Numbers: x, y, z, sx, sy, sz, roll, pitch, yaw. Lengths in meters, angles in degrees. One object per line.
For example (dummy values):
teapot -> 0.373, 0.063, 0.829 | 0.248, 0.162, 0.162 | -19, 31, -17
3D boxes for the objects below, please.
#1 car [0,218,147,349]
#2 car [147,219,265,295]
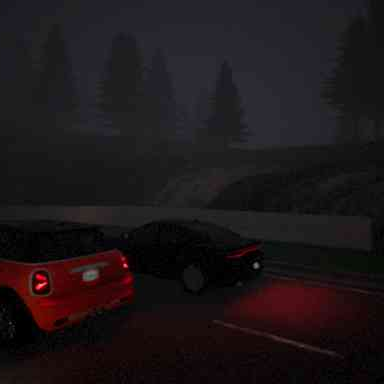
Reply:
car -> -3.313, 1.311, 6.451 | 4.553, 1.767, 2.097 | 1, 0, 36
car -> -0.586, 1.448, 8.775 | 5.008, 1.535, 1.882 | 1, 0, 36
